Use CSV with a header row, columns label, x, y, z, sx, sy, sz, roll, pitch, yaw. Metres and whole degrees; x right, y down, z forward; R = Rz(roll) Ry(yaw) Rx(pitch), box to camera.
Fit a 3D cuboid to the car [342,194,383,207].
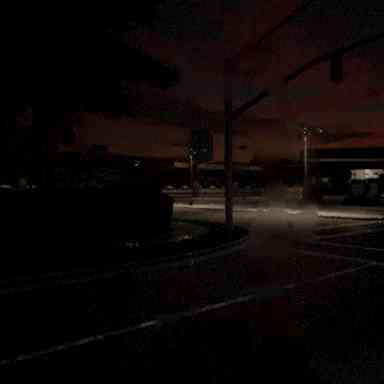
label,x,y,z,sx,sy,sz,roll,pitch,yaw
car,22.396,1.042,44.229,2.242,1.667,4.611,0,0,-35
